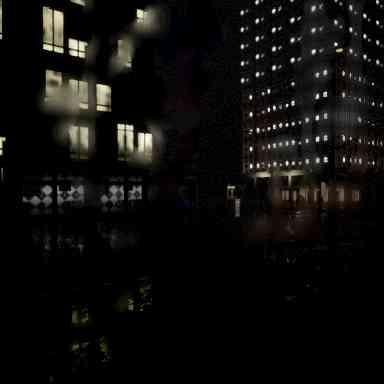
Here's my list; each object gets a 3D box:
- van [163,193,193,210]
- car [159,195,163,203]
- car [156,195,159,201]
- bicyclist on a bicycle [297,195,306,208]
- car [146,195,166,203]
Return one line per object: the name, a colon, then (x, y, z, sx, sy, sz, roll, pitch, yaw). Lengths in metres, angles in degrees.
van: (-1.440, 1.210, 40.266, 1.690, 1.788, 3.998, 0, 0, -34)
car: (-2.740, 1.247, 52.479, 1.882, 1.535, 5.008, -1, 0, -34)
car: (-3.842, 1.035, 58.721, 2.192, 1.841, 5.009, 0, 0, -34)
bicyclist on a bicycle: (12.950, 1.117, 39.221, 1.656, 1.620, 0.582, -1, 1, -34)
car: (-6.954, 1.238, 63.305, 1.887, 1.381, 4.507, 0, 0, -34)
